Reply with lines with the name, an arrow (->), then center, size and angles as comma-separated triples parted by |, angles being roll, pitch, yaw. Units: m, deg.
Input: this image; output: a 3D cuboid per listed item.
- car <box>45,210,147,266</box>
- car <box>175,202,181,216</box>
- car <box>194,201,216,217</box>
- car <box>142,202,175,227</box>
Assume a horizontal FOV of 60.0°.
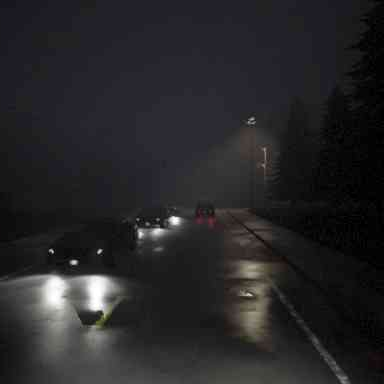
car -> -3.216, 1.601, 12.004 | 2.033, 1.411, 5.357 | 0, 0, 2
car -> -2.266, 1.758, 35.400 | 1.895, 1.301, 4.718 | 0, 0, 3
car -> 1.257, 1.636, 32.437 | 2.128, 1.511, 4.902 | 0, 0, 2
car -> -2.694, 1.653, 23.741 | 2.033, 1.411, 5.357 | 0, 0, 3
